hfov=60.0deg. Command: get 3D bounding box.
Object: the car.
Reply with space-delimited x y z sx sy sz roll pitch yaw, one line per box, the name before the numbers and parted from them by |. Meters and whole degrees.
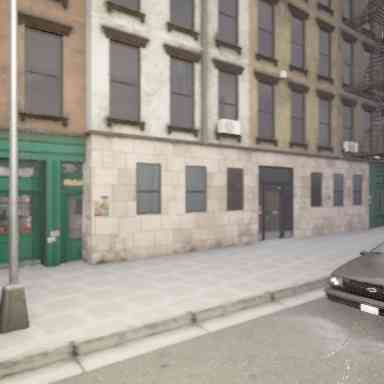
car | 5.080 1.528 6.995 5.357 1.411 2.033 0 0 -35
